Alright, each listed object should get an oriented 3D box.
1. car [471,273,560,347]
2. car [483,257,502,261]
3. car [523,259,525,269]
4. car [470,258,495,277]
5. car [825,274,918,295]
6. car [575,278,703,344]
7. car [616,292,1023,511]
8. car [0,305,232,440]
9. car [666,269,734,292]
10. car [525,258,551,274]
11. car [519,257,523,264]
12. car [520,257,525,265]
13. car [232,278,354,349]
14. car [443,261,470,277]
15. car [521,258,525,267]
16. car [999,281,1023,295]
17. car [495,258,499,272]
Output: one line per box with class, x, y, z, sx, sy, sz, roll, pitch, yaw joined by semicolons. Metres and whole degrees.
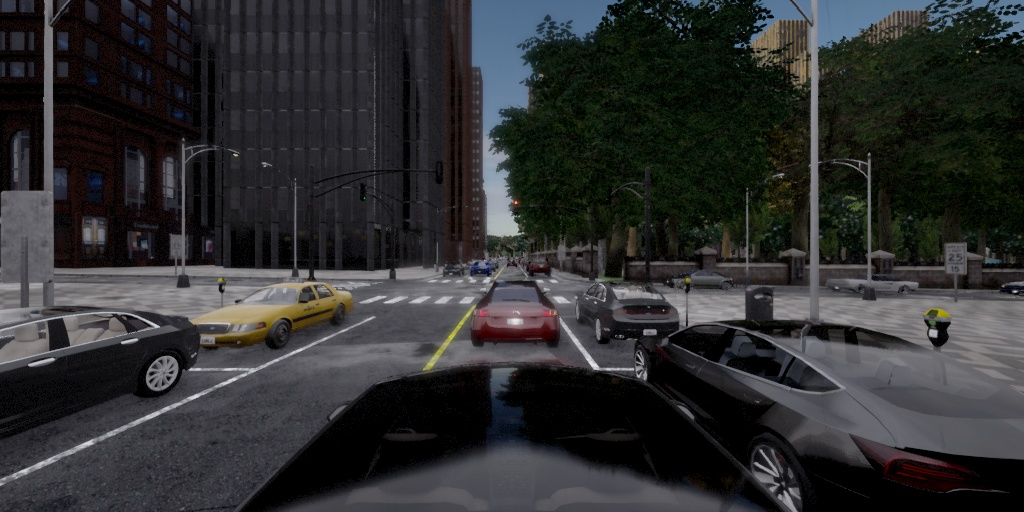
car;0.081;1.314;9.356;1.994;1.385;4.181;0;0;0
car;-3.080;1.277;56.686;2.128;1.511;4.902;0;0;0
car;2.766;1.340;46.938;1.948;1.339;4.313;0;0;0
car;-3.089;1.240;36.632;1.882;1.535;5.008;0;0;0
car;24.139;1.870;24.214;4.718;1.301;1.895;1;0;0
car;2.763;1.301;9.361;2.007;1.370;4.403;0;0;0
car;2.763;1.316;3.848;1.948;1.339;4.313;0;0;0
car;-5.762;1.300;3.840;2.007;1.370;4.403;0;0;0
car;12.484;1.596;24.148;4.181;1.385;1.994;1;0;0
car;2.765;1.077;36.025;2.192;1.841;5.009;0;0;0
car;2.767;1.233;63.307;1.967;1.591;4.097;0;0;0
car;2.767;1.337;57.851;2.007;1.370;4.403;0;0;0
car;-5.762;1.276;9.182;1.751;1.417;4.829;0;0;0
car;-5.760;1.328;36.017;1.948;1.339;4.313;0;0;0
car;2.766;1.331;52.394;2.007;1.370;4.403;0;0;0
car;36.719;2.081;24.273;5.357;1.411;2.033;1;0;0
car;-3.088;1.338;46.597;1.994;1.385;4.181;0;0;0
